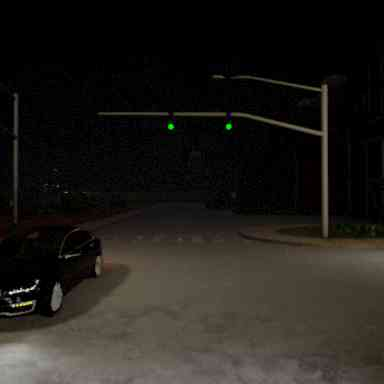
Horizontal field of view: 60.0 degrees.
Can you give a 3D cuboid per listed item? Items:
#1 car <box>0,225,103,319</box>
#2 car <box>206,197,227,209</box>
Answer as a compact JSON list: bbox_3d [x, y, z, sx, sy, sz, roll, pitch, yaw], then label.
[{"bbox_3d":[-3.498,1.610,7.847,1.837,1.490,4.892,0,-1,0],"label":"car"},{"bbox_3d":[4.178,1.875,57.930,1.905,1.878,3.866,-7,2,-42],"label":"car"}]
